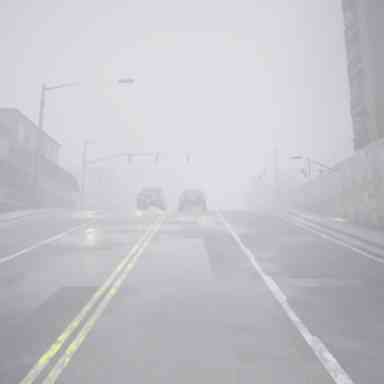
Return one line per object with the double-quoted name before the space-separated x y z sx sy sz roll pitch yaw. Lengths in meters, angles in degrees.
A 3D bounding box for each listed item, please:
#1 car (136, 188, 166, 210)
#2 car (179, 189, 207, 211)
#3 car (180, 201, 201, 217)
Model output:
"car" -3.536 0.644 29.691 2.150 2.045 5.566 0 -5 1
"car" 0.069 0.586 26.722 2.097 1.767 4.553 0 -2 0
"car" -0.232 2.027 38.982 1.994 1.385 4.181 1 -9 -6
